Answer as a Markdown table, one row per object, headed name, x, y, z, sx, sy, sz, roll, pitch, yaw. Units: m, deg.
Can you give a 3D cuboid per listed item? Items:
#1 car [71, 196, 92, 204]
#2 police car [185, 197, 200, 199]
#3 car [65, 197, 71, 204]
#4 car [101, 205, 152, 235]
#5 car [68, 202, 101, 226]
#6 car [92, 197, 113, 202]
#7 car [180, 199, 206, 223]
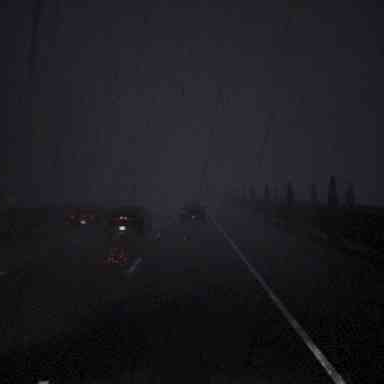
| name | x | y | z | sx | sy | sz | roll | pitch | yaw |
| --- | --- | --- | --- | --- | --- | --- | --- | --- | --- |
| car | -17.554 | 1.511 | 54.259 | 1.837 | 1.490 | 4.892 | 0 | 0 | 0 |
| police car | 0.100 | 1.430 | 42.814 | 1.930 | 1.638 | 5.238 | 0 | 0 | 0 |
| car | -21.025 | 1.486 | 59.455 | 1.882 | 1.535 | 5.008 | 0 | 0 | 1 |
| car | -3.400 | 1.507 | 18.645 | 1.837 | 1.490 | 4.892 | 0 | 0 | 0 |
| car | -6.900 | 1.604 | 23.300 | 1.895 | 1.301 | 4.718 | 0 | 0 | 0 |
| car | -14.053 | 1.554 | 54.014 | 2.033 | 1.411 | 5.357 | 0 | 0 | 1 |
| car | 0.091 | 1.528 | 25.186 | 1.812 | 1.442 | 4.674 | 0 | 0 | 0 |
